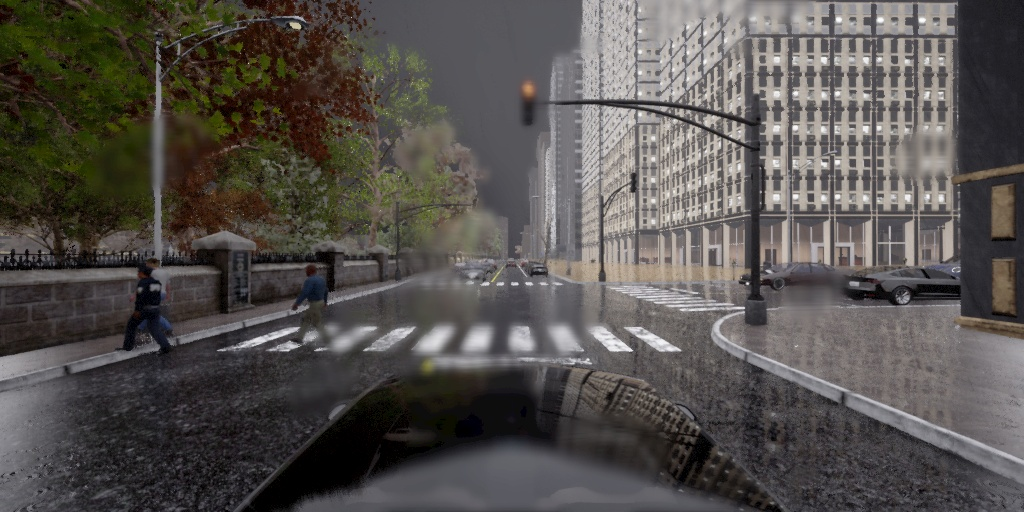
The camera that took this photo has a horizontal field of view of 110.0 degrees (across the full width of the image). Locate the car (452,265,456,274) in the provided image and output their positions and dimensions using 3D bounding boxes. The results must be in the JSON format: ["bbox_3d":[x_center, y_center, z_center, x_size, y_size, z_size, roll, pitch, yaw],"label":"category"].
[{"bbox_3d":[-5.778,1.350,41.346,1.802,1.307,4.207,0,0,0],"label":"car"}]

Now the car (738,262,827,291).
[{"bbox_3d":[15.102,1.025,18.974,5.357,1.411,2.033,-1,0,0],"label":"car"}]

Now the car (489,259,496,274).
[{"bbox_3d":[-3.182,1.333,41.007,1.994,1.385,4.181,0,0,0],"label":"car"}]

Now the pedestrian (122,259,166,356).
[{"bbox_3d":[-7.248,1.044,7.069,0.375,1.860,0.375,0,0,0],"label":"pedestrian"}]

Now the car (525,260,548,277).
[{"bbox_3d":[2.614,1.330,35.732,1.948,1.339,4.313,0,0,0],"label":"car"}]

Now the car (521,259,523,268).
[{"bbox_3d":[2.590,1.339,46.997,1.948,1.339,4.313,0,0,0],"label":"car"}]

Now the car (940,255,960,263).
[{"bbox_3d":[24.499,0.669,19.044,4.553,1.767,2.097,-1,0,0],"label":"car"}]

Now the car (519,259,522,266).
[{"bbox_3d":[2.554,1.337,63.895,1.888,1.381,4.507,0,0,0],"label":"car"}]

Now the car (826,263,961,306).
[{"bbox_3d":[14.659,1.026,13.176,4.313,1.339,1.948,0,0,0],"label":"car"}]

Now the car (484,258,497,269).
[{"bbox_3d":[-3.204,1.257,53.385,1.882,1.535,5.008,0,0,0],"label":"car"}]

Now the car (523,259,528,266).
[{"bbox_3d":[2.602,1.334,41.365,1.948,1.339,4.313,0,0,0],"label":"car"}]

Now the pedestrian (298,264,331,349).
[{"bbox_3d":[-4.217,1.044,7.674,0.375,1.860,0.375,0,0,0],"label":"pedestrian"}]

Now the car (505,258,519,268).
[{"bbox_3d":[-0.135,1.295,62.562,1.837,1.490,4.892,0,0,0],"label":"car"}]

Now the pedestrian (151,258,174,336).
[{"bbox_3d":[-8.231,0.893,8.267,0.375,1.860,0.375,0,0,0],"label":"pedestrian"}]

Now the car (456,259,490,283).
[{"bbox_3d":[-2.988,1.252,28.368,2.128,1.511,4.902,0,0,-4],"label":"car"}]
